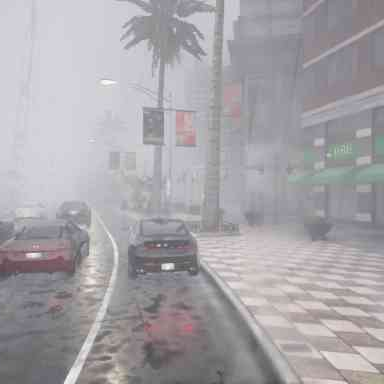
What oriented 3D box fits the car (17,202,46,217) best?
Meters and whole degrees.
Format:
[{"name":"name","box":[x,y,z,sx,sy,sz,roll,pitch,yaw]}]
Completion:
[{"name":"car","box":[-12.648,1.515,26.140,1.812,1.442,4.674,0,0,-18]}]

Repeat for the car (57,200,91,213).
[{"name":"car","box":[-7.920,1.346,22.458,2.097,1.767,4.553,0,0,-17]}]

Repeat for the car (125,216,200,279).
[{"name":"car","box":[-1.037,1.503,10.202,1.837,1.490,4.892,0,0,-11]}]

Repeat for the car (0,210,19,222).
[{"name":"car","box":[-8.537,1.593,13.175,1.895,1.301,4.718,0,0,-16]}]

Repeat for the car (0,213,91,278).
[{"name":"car","box":[-4.352,1.559,10.289,1.994,1.385,4.181,0,0,-11]}]

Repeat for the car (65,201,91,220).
[{"name":"car","box":[-9.878,1.555,28.922,1.994,1.385,4.181,0,0,-18]}]
